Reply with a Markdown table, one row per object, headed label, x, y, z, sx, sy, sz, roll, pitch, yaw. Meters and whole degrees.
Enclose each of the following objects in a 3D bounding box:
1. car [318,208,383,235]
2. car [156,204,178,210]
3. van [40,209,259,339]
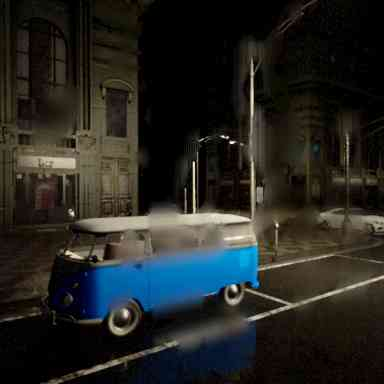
| label | x | y | z | sx | sy | sz | roll | pitch | yaw |
| --- | --- | --- | --- | --- | --- | --- | --- | --- | --- |
| car | 9.849 | 1.696 | 20.230 | 1.812 | 1.442 | 4.674 | 0 | -1 | -27 |
| car | -2.231 | 2.089 | 37.907 | 2.033 | 1.411 | 5.357 | 0 | -1 | -36 |
| van | -0.552 | 1.341 | 6.280 | 3.998 | 1.788 | 1.690 | 0 | 0 | -36 |
